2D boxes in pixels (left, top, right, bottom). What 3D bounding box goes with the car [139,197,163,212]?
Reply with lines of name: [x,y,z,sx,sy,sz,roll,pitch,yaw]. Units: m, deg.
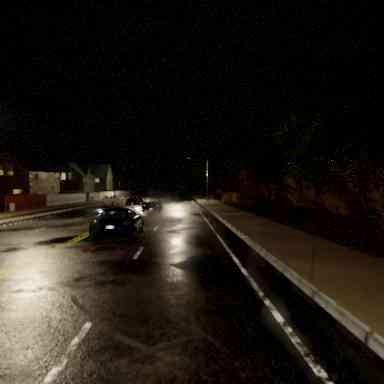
car: [-4.011,1.336,34.374,1.895,1.301,4.718,0,0,-1]

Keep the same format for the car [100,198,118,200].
car: [-10.865,0.995,43.988,1.895,1.301,4.718,0,1,-1]

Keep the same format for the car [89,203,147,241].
car: [-3.532,1.451,16.120,1.994,1.385,4.181,0,0,-1]

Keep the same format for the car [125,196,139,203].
car: [-7.616,1.268,44.112,1.994,1.385,4.181,0,1,-1]
